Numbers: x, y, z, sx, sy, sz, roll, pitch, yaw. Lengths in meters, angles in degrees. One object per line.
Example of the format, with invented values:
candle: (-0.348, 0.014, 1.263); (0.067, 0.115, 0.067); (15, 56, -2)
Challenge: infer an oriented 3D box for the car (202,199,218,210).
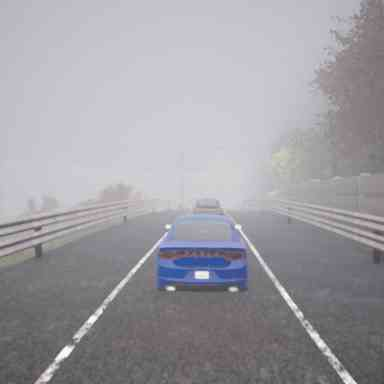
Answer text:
car: (2.593, 1.777, 47.660); (2.128, 1.511, 4.902); (0, -3, 5)

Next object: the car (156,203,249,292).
car: (0.280, 1.290, 8.488); (1.882, 1.535, 5.008); (0, 1, 2)

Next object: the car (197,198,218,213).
car: (1.609, 1.342, 33.769); (2.033, 1.411, 5.357); (0, -1, 4)

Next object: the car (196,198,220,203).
car: (0.970, 1.153, 20.383); (2.128, 1.511, 4.902); (0, 0, 3)

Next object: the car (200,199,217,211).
car: (2.103, 1.616, 41.219); (1.895, 1.301, 4.718); (0, -2, 4)
